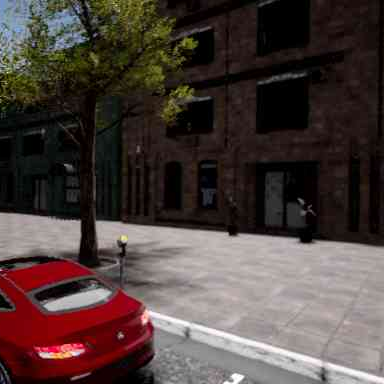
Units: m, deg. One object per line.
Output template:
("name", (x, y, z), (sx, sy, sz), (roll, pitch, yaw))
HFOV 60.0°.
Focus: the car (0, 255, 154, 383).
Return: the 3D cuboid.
("car", (-2.383, 1.562, 4.569), (4.206, 1.307, 1.802), (0, 1, 35))
